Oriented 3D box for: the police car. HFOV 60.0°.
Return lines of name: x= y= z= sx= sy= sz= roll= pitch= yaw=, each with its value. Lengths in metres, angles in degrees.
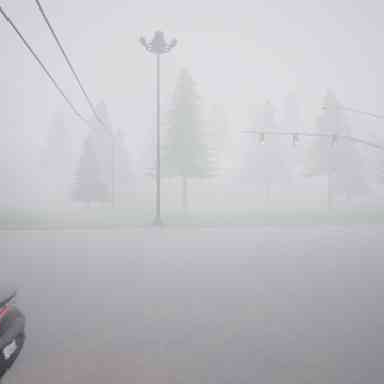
police car: x=-4.453 y=1.425 z=3.118 sx=5.238 sy=1.638 sz=1.930 roll=0 pitch=0 yaw=-8
